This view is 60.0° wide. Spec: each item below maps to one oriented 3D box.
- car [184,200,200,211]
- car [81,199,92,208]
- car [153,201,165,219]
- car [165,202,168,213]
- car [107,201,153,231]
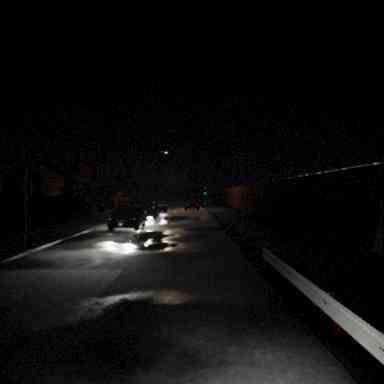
[{"bbox_3d":[0.029,1.756,45.146,1.812,1.442,4.674,0,0,1],"label":"car"},{"bbox_3d":[-14.562,1.389,42.226,3.633,1.501,1.845,0,0,-3],"label":"car"},{"bbox_3d":[-4.073,1.650,31.004,2.128,1.511,4.902,0,0,0],"label":"car"},{"bbox_3d":[-4.000,1.810,41.055,1.895,1.301,4.718,0,0,0],"label":"car"},{"bbox_3d":[-4.095,1.601,21.524,2.128,1.511,4.902,0,0,0],"label":"car"}]
